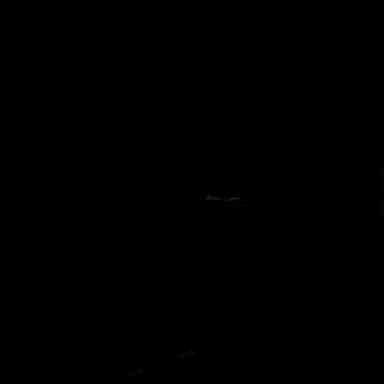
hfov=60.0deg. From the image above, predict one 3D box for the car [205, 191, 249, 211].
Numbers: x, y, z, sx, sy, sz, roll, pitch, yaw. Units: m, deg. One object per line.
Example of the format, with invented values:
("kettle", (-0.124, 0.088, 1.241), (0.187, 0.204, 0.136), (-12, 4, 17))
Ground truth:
("car", (3.711, 0.913, 35.827), (2.150, 2.045, 5.566), (1, 1, -35))
